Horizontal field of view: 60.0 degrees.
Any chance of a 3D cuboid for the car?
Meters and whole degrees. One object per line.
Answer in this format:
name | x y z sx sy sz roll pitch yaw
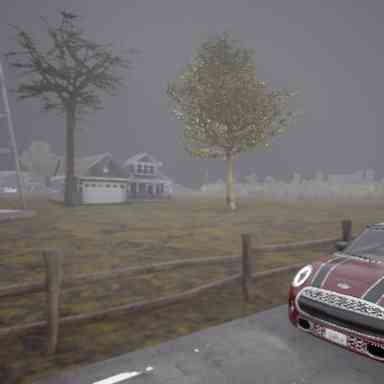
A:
car | 3.741 1.328 5.729 4.553 1.767 2.097 0 0 -35
